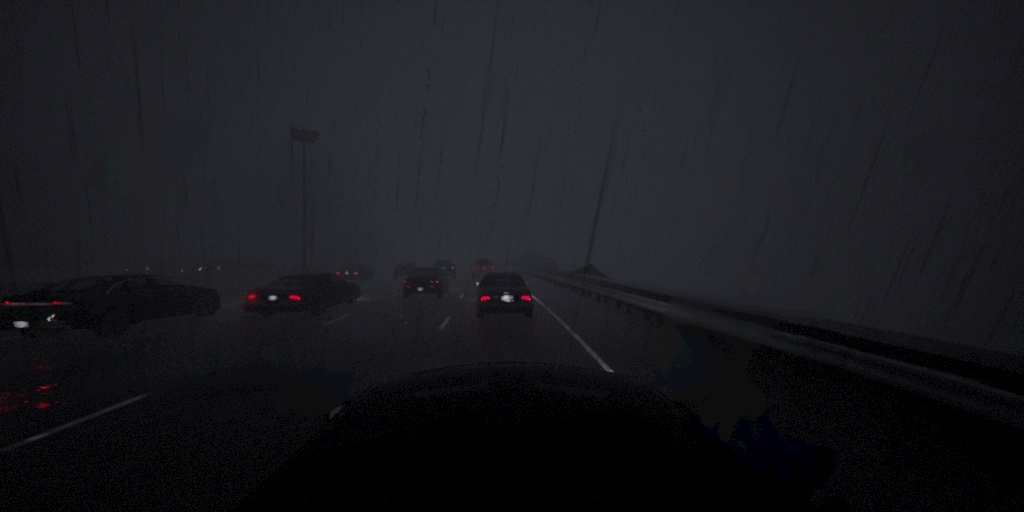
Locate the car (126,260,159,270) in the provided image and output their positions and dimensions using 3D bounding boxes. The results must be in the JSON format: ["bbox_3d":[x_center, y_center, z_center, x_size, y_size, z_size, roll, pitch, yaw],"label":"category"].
[{"bbox_3d":[-35.368,1.187,35.363,2.097,1.767,4.553,0,0,-12],"label":"car"}]

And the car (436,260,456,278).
[{"bbox_3d":[-6.401,1.118,33.905,2.097,1.767,4.553,0,0,-10],"label":"car"}]

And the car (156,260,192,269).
[{"bbox_3d":[-31.727,1.353,35.082,1.812,1.442,4.674,0,0,-12],"label":"car"}]

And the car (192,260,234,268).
[{"bbox_3d":[-28.109,1.170,34.828,2.097,1.767,4.553,0,0,-12],"label":"car"}]

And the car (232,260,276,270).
[{"bbox_3d":[-24.510,1.335,34.656,1.812,1.442,4.674,0,0,-11],"label":"car"}]

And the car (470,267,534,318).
[{"bbox_3d":[-0.344,1.298,13.065,2.033,1.411,5.357,0,0,-4],"label":"car"}]

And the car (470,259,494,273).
[{"bbox_3d":[-2.787,1.109,33.566,2.097,1.767,4.553,0,0,-10],"label":"car"}]

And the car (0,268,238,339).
[{"bbox_3d":[-10.726,1.268,10.185,2.128,1.511,4.902,0,0,-3],"label":"car"}]

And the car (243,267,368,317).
[{"bbox_3d":[-7.375,1.315,13.301,2.033,1.411,5.357,0,0,-4],"label":"car"}]

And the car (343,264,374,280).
[{"bbox_3d":[-12.632,1.328,29.044,2.033,1.411,5.357,0,0,-9],"label":"car"}]

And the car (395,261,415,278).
[{"bbox_3d":[-10.054,1.252,34.538,1.882,1.535,5.008,0,0,-10],"label":"car"}]

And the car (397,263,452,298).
[{"bbox_3d":[-4.319,1.286,18.339,1.812,1.442,4.674,0,0,-5],"label":"car"}]
